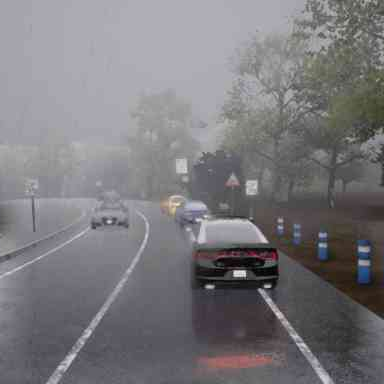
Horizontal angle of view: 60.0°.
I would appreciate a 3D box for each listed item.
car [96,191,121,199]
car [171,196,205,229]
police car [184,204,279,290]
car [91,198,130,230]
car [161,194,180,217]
[{"bbox_3d":[-11.739,0.610,46.402,2.033,1.411,5.357,-5,3,-35],"label":"car"},{"bbox_3d":[0.036,1.201,19.322,1.812,1.442,4.674,-1,2,-8],"label":"car"},{"bbox_3d":[0.865,1.369,9.147,1.930,1.638,5.238,0,1,-2],"label":"police car"},{"bbox_3d":[-4.589,1.301,19.178,1.994,1.385,4.181,-1,2,-9],"label":"car"},{"bbox_3d":[-1.219,0.937,25.653,1.801,1.575,5.366,-2,2,-14],"label":"car"}]
